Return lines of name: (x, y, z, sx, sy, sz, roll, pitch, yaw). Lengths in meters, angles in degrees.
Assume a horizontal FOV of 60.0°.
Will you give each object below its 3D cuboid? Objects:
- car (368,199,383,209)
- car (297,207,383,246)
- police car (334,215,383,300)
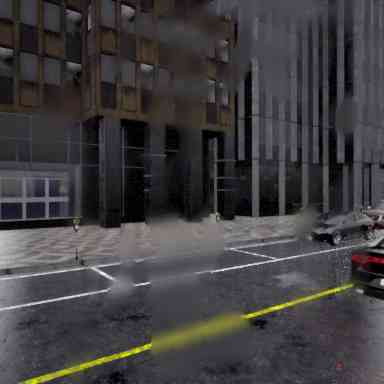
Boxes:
car: (11.275, 1.314, 18.559, 5.009, 1.841, 2.192, 0, 0, -35)
car: (6.687, 1.565, 15.285, 4.313, 1.339, 1.947, 0, 0, -35)
police car: (5.605, 1.424, 7.429, 5.238, 1.638, 1.930, 0, 0, -35)
